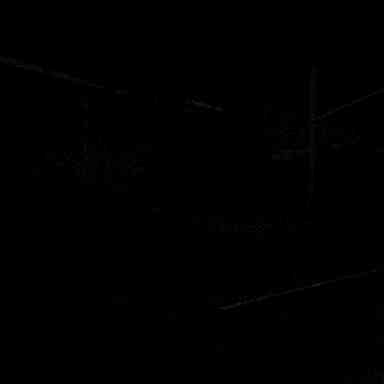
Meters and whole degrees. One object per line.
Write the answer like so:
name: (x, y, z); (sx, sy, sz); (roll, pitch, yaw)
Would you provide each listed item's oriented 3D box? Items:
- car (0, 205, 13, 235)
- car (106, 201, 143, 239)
car: (-11.452, 1.524, 18.621); (2.242, 1.667, 4.611); (1, 0, -36)
car: (-4.323, 1.447, 18.359); (1.905, 1.878, 3.866); (1, 0, -36)
